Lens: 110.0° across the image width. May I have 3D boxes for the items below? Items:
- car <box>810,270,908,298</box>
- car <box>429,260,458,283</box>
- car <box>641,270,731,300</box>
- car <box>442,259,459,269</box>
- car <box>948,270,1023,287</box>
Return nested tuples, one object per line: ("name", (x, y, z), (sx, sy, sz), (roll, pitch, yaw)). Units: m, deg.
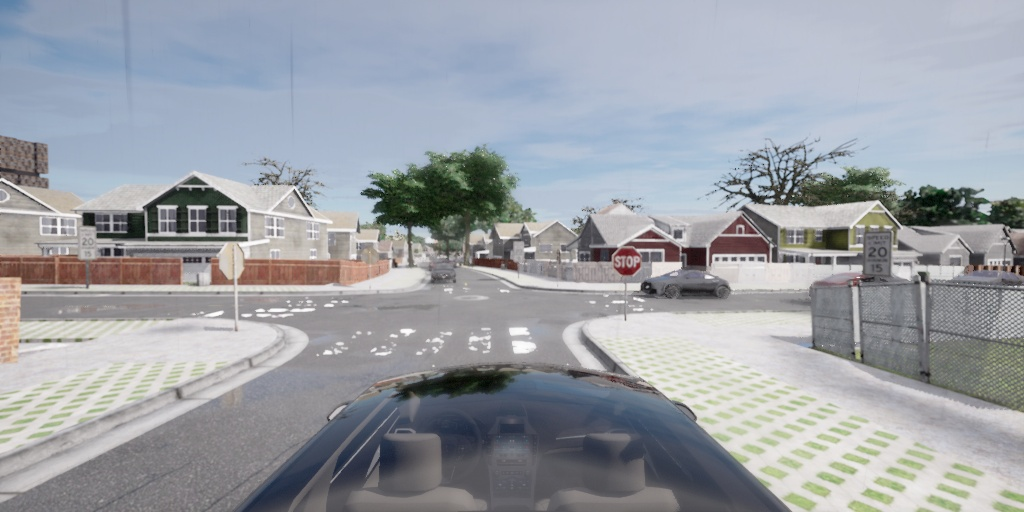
("car", (16.323, 1.514, 16.715), (4.674, 1.442, 1.812), (1, 1, -11))
("car", (-5.285, 1.265, 27.823), (1.837, 1.490, 4.892), (0, 0, -10))
("car", (8.820, 1.407, 18.302), (4.181, 1.385, 1.994), (1, 1, -7))
("car", (-10.013, 1.239, 57.811), (2.128, 1.511, 4.902), (0, 0, -17))
("car", (31.255, 1.648, 23.443), (5.357, 1.411, 2.033), (1, 1, -16))
